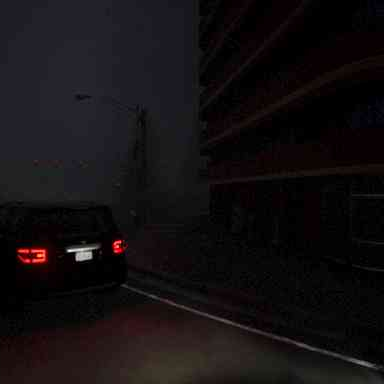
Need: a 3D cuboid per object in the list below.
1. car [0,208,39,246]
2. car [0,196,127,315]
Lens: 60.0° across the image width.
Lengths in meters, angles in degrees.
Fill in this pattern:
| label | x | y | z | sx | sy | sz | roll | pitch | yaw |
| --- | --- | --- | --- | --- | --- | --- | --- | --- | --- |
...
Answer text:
| label | x | y | z | sx | sy | sz | roll | pitch | yaw |
| --- | --- | --- | --- | --- | --- | --- | --- | --- | --- |
| car | -8.473 | 1.564 | 15.906 | 1.994 | 1.385 | 4.181 | 0 | 0 | -26 |
| car | -3.610 | 1.221 | 7.932 | 2.150 | 2.045 | 5.566 | 0 | 0 | -40 |
